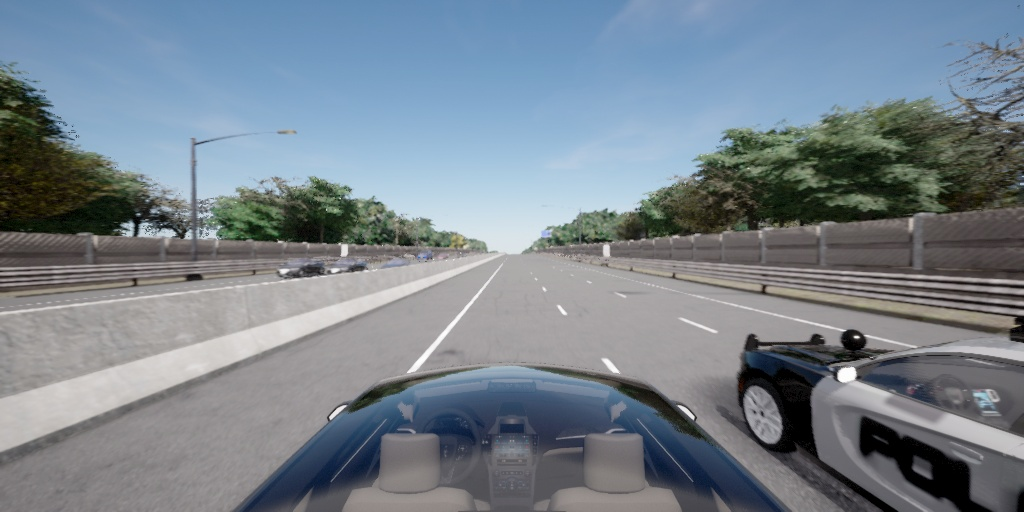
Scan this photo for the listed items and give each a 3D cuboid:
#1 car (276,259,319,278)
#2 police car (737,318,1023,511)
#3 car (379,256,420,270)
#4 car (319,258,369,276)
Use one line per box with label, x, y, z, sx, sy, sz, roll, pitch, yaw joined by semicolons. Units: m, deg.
car;-17.467;0.975;29.924;2.128;1.511;4.902;0;1;0
police car;3.514;1.185;2.223;1.930;1.638;5.238;0;0;0
car;-10.447;0.987;33.000;2.033;1.411;5.357;0;1;1
car;-13.953;0.966;30.700;2.128;1.511;4.902;0;1;1
